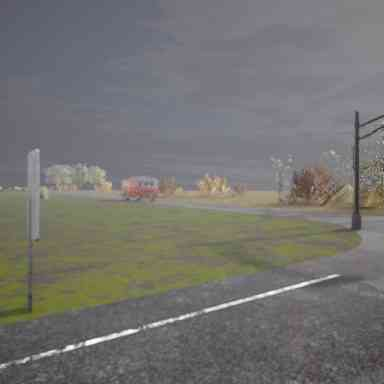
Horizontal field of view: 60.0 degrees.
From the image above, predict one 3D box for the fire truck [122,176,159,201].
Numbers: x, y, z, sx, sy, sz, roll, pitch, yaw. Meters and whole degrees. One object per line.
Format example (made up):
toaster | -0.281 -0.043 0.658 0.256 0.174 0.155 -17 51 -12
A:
fire truck | -8.318 -0.574 52.468 2.891 3.827 8.468 1 0 -32
